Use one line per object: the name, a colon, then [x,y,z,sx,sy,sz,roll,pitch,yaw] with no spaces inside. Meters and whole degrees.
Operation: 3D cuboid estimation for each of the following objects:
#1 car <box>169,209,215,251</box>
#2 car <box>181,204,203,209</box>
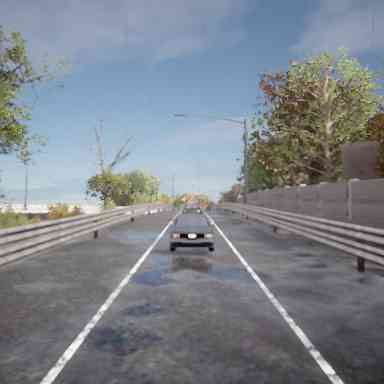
car: [0.004,1.693,14.776,2.033,1.411,5.357,0,-1,0]
car: [0.008,1.789,30.099,2.128,1.511,4.902,0,0,0]
